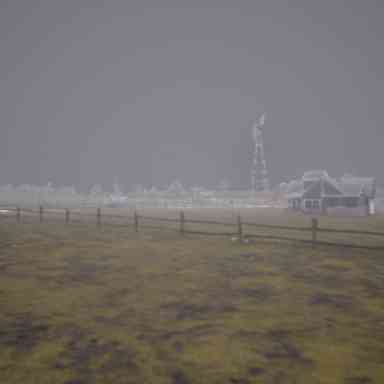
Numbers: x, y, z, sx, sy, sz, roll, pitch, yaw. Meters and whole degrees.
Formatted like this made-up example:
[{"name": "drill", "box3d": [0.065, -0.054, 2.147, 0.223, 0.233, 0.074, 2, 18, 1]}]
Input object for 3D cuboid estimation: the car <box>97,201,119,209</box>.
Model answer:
[{"name": "car", "box3d": [-17.634, 2.712, 69.951, 1.837, 1.490, 4.892, -1, -2, 35]}]
